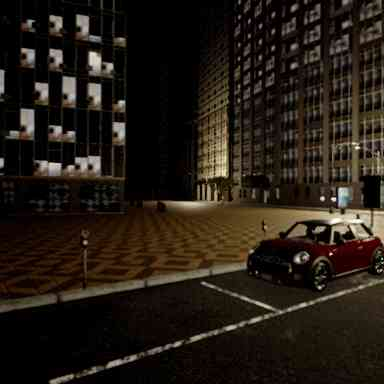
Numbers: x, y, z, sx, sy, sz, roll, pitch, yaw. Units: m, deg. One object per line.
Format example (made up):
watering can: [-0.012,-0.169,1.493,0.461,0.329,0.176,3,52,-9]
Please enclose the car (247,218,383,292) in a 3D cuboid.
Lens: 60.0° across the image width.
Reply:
car: [3.381,1.483,8.969,4.097,1.590,1.967,0,0,-35]
